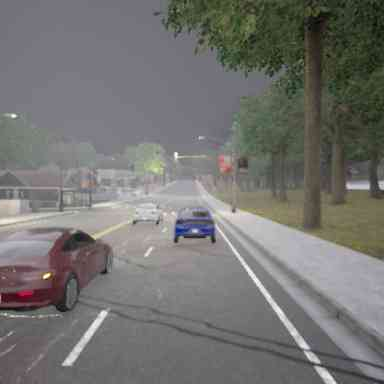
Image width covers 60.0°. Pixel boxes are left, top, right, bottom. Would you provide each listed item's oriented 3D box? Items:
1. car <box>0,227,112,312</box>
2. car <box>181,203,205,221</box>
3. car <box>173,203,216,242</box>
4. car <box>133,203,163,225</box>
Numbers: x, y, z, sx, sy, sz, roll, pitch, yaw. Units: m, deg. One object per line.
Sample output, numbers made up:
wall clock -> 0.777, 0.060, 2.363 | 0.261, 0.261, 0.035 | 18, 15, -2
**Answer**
car -> -3.152, 1.520, 7.538 | 1.812, 1.442, 4.674 | 0, 0, 0
car -> 0.107, 1.628, 28.444 | 1.895, 1.301, 4.718 | 0, 0, 0
car -> 0.104, 1.482, 16.386 | 1.882, 1.535, 5.008 | 0, 0, 0
car -> -3.146, 1.544, 24.267 | 1.812, 1.442, 4.674 | 0, 0, 0
